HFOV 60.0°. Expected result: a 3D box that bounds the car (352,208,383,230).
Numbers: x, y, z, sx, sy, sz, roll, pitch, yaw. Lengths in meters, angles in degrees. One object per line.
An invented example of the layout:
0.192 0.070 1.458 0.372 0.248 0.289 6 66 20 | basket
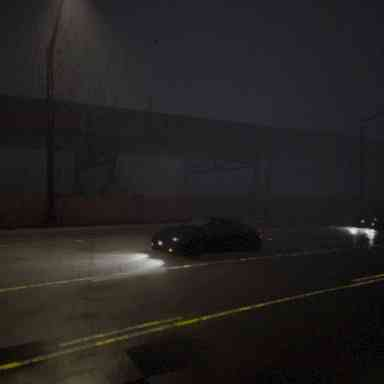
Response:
13.526 1.867 23.920 4.181 1.385 1.994 1 0 -29 | car

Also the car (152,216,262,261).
0.622 1.618 12.548 4.181 1.385 1.994 1 0 -31 | car
